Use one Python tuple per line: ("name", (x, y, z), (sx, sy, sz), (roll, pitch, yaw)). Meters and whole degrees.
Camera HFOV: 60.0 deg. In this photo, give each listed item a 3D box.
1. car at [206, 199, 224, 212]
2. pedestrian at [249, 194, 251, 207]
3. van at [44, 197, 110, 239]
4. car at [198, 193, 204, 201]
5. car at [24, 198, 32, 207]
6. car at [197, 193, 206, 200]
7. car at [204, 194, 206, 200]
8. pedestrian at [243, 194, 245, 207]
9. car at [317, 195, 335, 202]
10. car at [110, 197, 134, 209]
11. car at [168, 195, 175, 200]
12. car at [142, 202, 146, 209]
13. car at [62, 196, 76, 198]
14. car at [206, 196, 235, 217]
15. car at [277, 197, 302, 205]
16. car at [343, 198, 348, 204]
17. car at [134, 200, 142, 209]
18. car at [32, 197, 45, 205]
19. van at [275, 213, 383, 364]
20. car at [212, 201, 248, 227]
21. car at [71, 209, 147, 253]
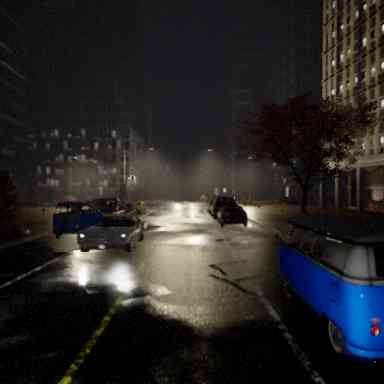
("car", (2.675, 1.565, 39.492), (1.802, 1.307, 4.206), (-1, 0, 0))
("pedestrian", (8.132, 1.156, 46.640), (0.375, 1.860, 0.375), (-1, 1, 0))
("van", (-5.709, 1.335, 16.989), (1.690, 1.788, 3.998), (-1, 0, 0))
("car", (2.801, 1.479, 79.030), (1.752, 1.417, 4.829), (-1, 0, 0))
("car", (-27.493, 1.778, 50.736), (4.313, 1.339, 1.947), (0, 1, -5))
("car", (2.706, 1.249, 94.111), (2.192, 1.841, 5.009), (-1, 0, 0))
("car", (2.670, 1.302, 33.867), (2.192, 1.841, 5.009), (-1, 0, 0))
("pedestrian", (7.132, 1.132, 46.040), (0.375, 1.860, 0.375), (-1, 1, 0))
("car", (26.434, 1.284, 64.137), (4.313, 1.339, 1.947), (0, 1, -5))
("car", (-5.710, 1.307, 22.615), (2.192, 1.841, 5.009), (-1, 0, 0))
("car", (-5.846, 1.499, 94.660), (1.947, 1.339, 4.313), (-1, 0, 0))
("car", (-5.706, 1.512, 33.696), (1.752, 1.417, 4.829), (-1, 0, 0))
("car", (-22.577, 1.445, 59.614), (4.097, 1.590, 1.967), (0, 1, -5))
("car", (2.670, 1.304, 28.241), (2.192, 1.841, 5.009), (-1, 0, 0))
("car", (16.124, 1.523, 54.769), (4.313, 1.339, 1.947), (0, 1, -5))
("car", (27.378, 1.473, 55.810), (4.206, 1.307, 1.802), (0, 1, -5))
("car", (-5.705, 1.571, 28.242), (1.802, 1.307, 4.206), (-1, 0, 0))
("car", (-28.202, 1.619, 59.095), (4.206, 1.307, 1.802), (0, 1, -5))
("van", (2.672, 1.339, 5.739), (1.690, 1.788, 3.998), (-1, 0, 0))
("car", (2.675, 1.536, 22.615), (1.887, 1.381, 4.507), (-1, 0, 0))
("car", (-3.100, 1.596, 13.696), (1.895, 1.301, 4.718), (0, 0, 0))
